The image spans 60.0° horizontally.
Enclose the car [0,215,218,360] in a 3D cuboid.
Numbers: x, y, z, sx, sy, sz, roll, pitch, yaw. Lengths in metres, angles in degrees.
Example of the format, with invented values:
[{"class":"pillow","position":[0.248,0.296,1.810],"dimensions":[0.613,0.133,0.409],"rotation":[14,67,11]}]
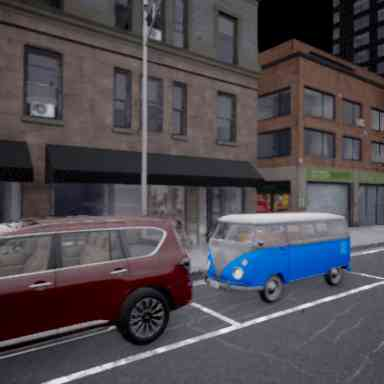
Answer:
[{"class":"car","position":[-2.295,1.324,4.897],"dimensions":[5.009,1.841,2.192],"rotation":[1,-1,-35]}]

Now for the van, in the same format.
[{"class":"van","position":[2.185,1.408,8.089],"dimensions":[3.998,1.788,1.690],"rotation":[1,-1,-35]}]
